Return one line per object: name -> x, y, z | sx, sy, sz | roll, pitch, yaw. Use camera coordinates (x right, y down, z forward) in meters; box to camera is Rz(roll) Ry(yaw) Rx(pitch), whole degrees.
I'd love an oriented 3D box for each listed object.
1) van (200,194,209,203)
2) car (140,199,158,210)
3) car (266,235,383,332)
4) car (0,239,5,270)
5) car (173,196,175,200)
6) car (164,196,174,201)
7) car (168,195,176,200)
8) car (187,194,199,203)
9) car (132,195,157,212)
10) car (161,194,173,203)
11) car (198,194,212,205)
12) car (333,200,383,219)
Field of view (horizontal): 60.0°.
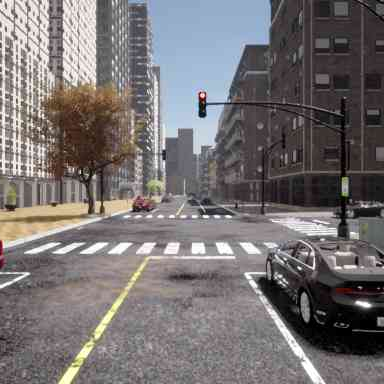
van -> 2.656, 1.401, 72.292 | 1.690, 1.788, 3.998 | 0, 0, 0
car -> -5.712, 1.592, 44.673 | 1.947, 1.339, 4.313 | 0, 0, 0
car -> 2.686, 1.551, 6.766 | 2.008, 1.369, 4.403 | 0, 0, 0
car -> -5.694, 1.545, 6.762 | 1.887, 1.381, 4.507 | 0, 0, 0
car -> -5.727, 1.385, 77.810 | 2.192, 1.841, 5.009 | 0, 0, 0
car -> -5.729, 1.631, 83.333 | 2.008, 1.369, 4.403 | 0, 0, 0
car -> -5.734, 1.653, 94.379 | 2.008, 1.369, 4.403 | 0, 0, 0
car -> -0.032, 1.656, 68.920 | 1.895, 1.301, 4.718 | 0, 0, 0
car -> -5.709, 1.336, 39.150 | 2.192, 1.841, 5.009 | 0, 0, 0
car -> -5.724, 1.626, 72.288 | 1.947, 1.339, 4.313 | 0, 0, 0
car -> 2.662, 1.610, 61.245 | 1.947, 1.339, 4.313 | 0, 0, 0
car -> 13.414, 1.350, 26.177 | 4.403, 1.369, 2.008 | -1, 1, -1
